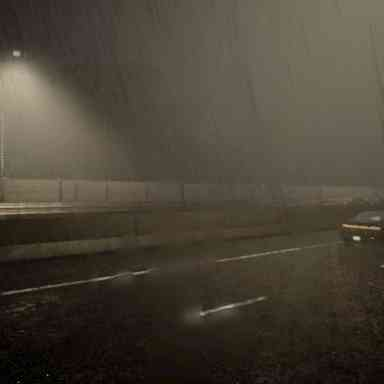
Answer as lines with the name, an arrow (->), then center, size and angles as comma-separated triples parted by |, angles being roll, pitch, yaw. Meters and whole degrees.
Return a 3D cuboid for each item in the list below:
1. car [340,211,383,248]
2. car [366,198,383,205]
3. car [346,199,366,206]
car -> 8.165, 1.538, 13.897 | 4.902, 1.511, 2.128 | 0, 0, -35
car -> 25.271, 1.518, 43.511 | 4.553, 1.767, 2.097 | 0, 0, -35
car -> 23.456, 1.660, 46.515 | 4.902, 1.511, 2.128 | 1, 0, -35
